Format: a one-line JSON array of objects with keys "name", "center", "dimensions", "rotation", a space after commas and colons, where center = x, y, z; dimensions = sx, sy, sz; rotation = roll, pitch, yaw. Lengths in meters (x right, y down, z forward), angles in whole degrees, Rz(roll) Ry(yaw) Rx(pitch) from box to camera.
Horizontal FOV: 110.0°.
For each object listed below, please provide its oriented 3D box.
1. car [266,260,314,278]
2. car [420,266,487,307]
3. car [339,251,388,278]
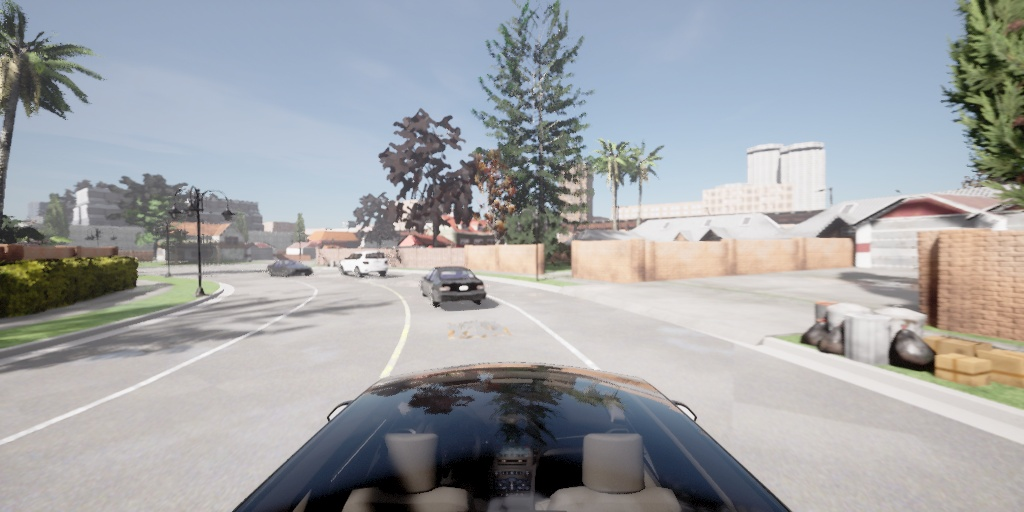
[{"name": "car", "center": [-18.879, 1.047, 30.347], "dimensions": [5.357, 1.411, 2.033], "rotation": [0, 1, 37]}, {"name": "car", "center": [-2.535, 1.108, 14.496], "dimensions": [2.033, 1.411, 5.357], "rotation": [-1, 1, -21]}, {"name": "car", "center": [-12.125, 0.658, 29.227], "dimensions": [2.150, 2.045, 5.566], "rotation": [-1, 1, -44]}]
